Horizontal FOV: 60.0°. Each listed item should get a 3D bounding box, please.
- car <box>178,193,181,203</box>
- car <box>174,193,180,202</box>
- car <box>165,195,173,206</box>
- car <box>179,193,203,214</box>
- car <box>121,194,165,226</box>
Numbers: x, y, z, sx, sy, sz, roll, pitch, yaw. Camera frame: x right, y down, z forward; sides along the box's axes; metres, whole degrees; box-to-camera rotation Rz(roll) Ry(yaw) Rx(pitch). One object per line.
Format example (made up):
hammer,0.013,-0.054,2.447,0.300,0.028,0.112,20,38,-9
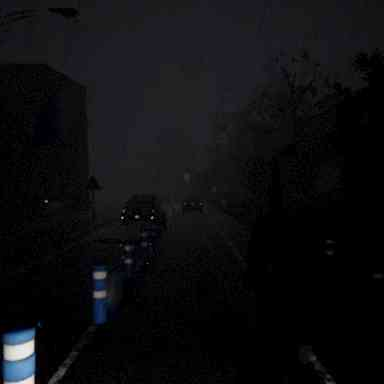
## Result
car,-0.384,1.296,43.960,1.994,1.385,4.181,-1,2,-6
car,-1.597,0.934,53.008,1.882,1.535,5.008,-2,2,-16
car,-3.857,1.196,46.530,1.837,1.490,4.892,-1,1,-6
car,0.037,1.241,34.465,2.097,1.767,4.553,0,0,-1
car,-3.359,1.149,23.017,2.150,2.045,5.566,0,0,0
